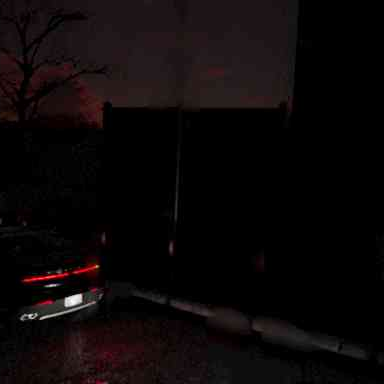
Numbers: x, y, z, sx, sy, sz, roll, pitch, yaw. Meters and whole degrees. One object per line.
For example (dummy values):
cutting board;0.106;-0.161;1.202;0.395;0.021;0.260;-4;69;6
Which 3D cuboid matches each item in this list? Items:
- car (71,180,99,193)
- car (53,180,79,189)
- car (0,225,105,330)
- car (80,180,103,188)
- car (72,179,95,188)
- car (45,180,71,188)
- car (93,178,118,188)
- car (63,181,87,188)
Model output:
car;-17.736;-0.964;57.560;2.150;2.045;5.566;4;3;21
car;-26.376;-1.625;69.739;5.008;1.535;2.097;4;3;21
car;-3.791;1.454;6.806;4.892;1.490;1.837;1;0;38
car;-23.394;-1.834;77.455;4.892;1.521;2.231;4;3;21
car;-24.349;-1.887;74.861;4.553;1.767;2.185;4;3;21
car;-27.332;-1.683;67.144;4.553;1.767;2.185;4;3;21
car;-21.414;-2.239;82.592;5.566;2.045;2.435;4;3;21
car;-25.377;-1.654;72.307;4.674;1.452;2.002;4;3;21
